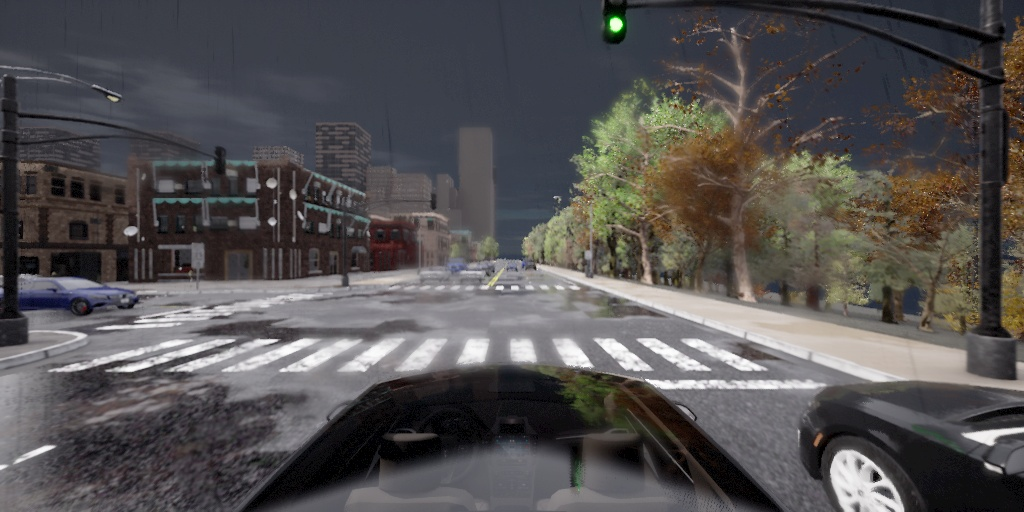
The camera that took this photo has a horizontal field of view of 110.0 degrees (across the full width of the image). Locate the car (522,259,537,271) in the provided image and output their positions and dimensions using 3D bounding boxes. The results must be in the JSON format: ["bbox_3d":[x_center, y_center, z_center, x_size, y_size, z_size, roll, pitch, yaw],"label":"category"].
[{"bbox_3d":[3.274,1.771,62.806,1.837,1.490,4.892,0,0,0],"label":"car"}]

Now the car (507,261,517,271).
[{"bbox_3d":[0.025,1.816,63.108,2.033,1.411,5.357,0,0,0],"label":"car"}]

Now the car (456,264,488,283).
[{"bbox_3d":[-3.388,1.602,31.241,1.895,1.301,4.718,0,0,0],"label":"car"}]

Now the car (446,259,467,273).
[{"bbox_3d":[-6.652,1.330,43.638,2.150,2.045,5.566,0,-1,0],"label":"car"}]

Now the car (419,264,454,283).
[{"bbox_3d":[-6.645,1.602,31.217,1.895,1.301,4.718,0,0,0],"label":"car"}]

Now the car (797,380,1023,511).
[{"bbox_3d":[3.361,1.250,1.018,1.837,1.490,4.892,0,0,-1],"label":"car"}]

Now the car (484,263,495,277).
[{"bbox_3d":[-3.400,1.634,41.398,2.033,1.411,5.357,0,0,0],"label":"car"}]

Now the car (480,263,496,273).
[{"bbox_3d":[-3.406,1.726,52.373,2.033,1.411,5.357,0,0,0],"label":"car"}]

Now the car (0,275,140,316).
[{"bbox_3d":[-18.078,1.590,14.546,4.674,1.442,1.812,-1,0,-1],"label":"car"}]

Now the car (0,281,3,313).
[{"bbox_3d":[-19.959,1.655,11.802,4.313,1.339,1.948,0,0,0],"label":"car"}]
